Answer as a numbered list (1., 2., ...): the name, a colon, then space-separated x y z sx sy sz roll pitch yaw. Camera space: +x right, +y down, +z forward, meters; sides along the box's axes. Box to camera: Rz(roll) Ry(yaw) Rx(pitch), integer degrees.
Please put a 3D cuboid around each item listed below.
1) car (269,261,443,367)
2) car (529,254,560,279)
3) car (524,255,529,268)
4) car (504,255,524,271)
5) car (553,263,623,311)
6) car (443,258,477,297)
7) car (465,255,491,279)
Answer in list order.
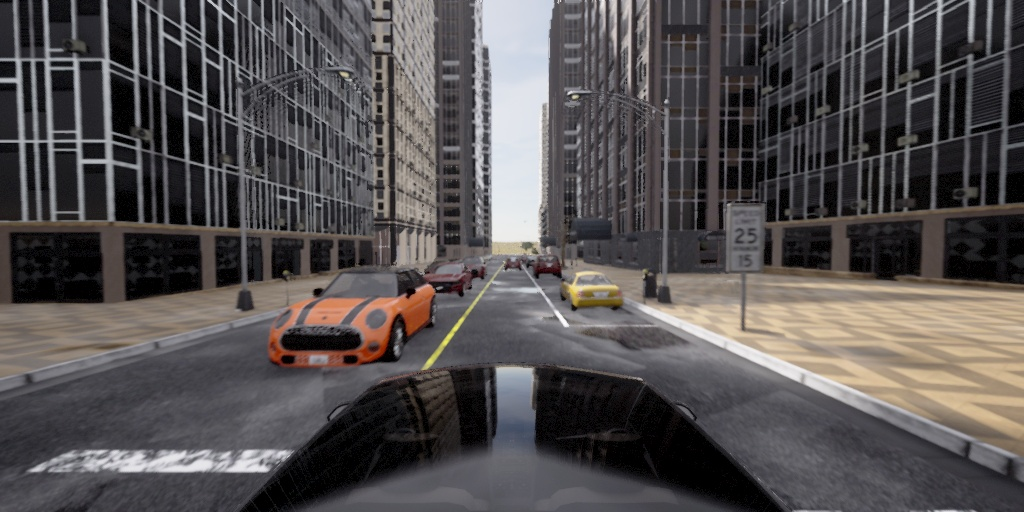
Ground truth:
1. car: -3.100 1.050 7.989 2.097 1.767 4.553 0 1 0
2. car: 2.754 0.783 28.724 2.192 1.841 5.009 0 0 0
3. car: 2.734 0.842 46.232 1.948 1.339 4.313 0 0 0
4. car: 0.135 0.872 40.190 1.812 1.442 4.674 0 1 0
5. car: 2.828 1.156 13.643 1.751 1.417 4.829 0 0 0
6. car: -3.088 1.071 17.924 1.882 1.535 5.008 0 1 0
7. car: -3.065 0.838 27.966 2.097 1.767 4.553 0 1 0
